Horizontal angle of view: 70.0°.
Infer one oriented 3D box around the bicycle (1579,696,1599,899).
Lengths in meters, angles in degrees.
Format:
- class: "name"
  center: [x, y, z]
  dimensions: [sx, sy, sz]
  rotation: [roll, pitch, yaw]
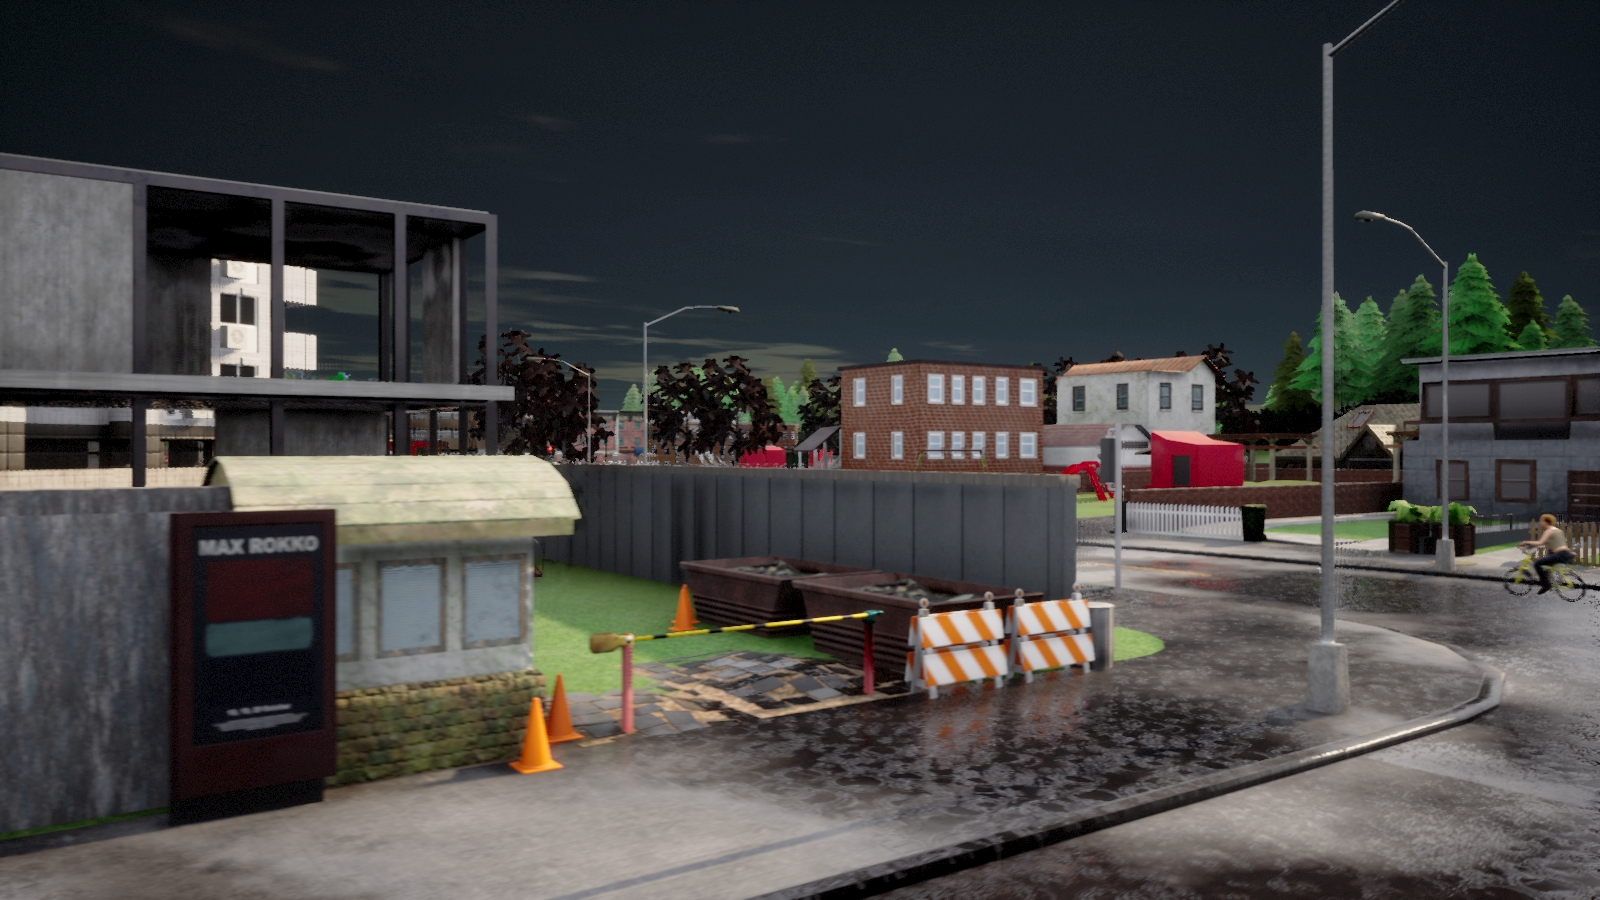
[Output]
- class: "bicycle"
  center: [4.893, 2.060, 6.373]
  dimensions: [1.835, 1.471, 0.329]
  rotation: [0, 0, -37]
